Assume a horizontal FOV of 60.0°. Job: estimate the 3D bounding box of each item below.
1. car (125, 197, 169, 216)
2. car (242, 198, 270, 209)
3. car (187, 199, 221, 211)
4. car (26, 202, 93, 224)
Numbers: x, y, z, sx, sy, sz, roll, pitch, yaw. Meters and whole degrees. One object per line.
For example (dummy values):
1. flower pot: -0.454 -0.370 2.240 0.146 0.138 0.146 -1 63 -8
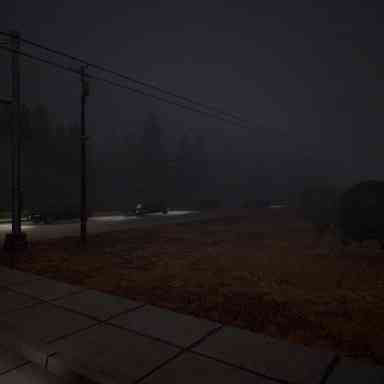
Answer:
1. car: -4.327 1.312 32.097 2.097 1.767 4.553 0 0 37
2. car: 8.395 1.466 43.049 1.895 1.301 4.718 0 0 37
3. car: 1.523 1.510 39.971 1.895 1.301 4.718 0 0 37
4. car: -9.733 1.513 24.808 1.837 1.490 4.892 0 0 37
